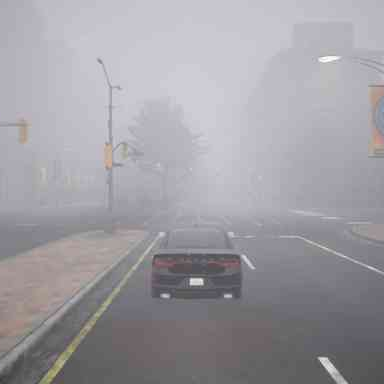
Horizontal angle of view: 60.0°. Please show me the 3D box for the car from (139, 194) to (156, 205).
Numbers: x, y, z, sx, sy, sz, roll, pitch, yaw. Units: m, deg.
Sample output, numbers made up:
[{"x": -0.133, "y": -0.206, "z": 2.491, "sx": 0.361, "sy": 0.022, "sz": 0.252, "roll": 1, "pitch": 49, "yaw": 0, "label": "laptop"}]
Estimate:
[{"x": -7.843, "y": 1.505, "z": 56.523, "sx": 1.837, "sy": 1.490, "sz": 4.892, "roll": 0, "pitch": 0, "yaw": 1, "label": "car"}]

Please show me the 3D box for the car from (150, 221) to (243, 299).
[{"x": 0.114, "y": 1.478, "z": 8.512, "sx": 1.882, "sy": 1.535, "sz": 5.008, "roll": 0, "pitch": 0, "yaw": 1, "label": "car"}]

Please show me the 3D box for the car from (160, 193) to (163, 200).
[{"x": -7.676, "y": 1.225, "z": 76.533, "sx": 2.150, "sy": 2.045, "sz": 5.566, "roll": 0, "pitch": 0, "yaw": 0, "label": "car"}]

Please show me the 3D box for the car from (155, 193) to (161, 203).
[{"x": -7.756, "y": 1.526, "z": 65.782, "sx": 1.812, "sy": 1.442, "sz": 4.674, "roll": 0, "pitch": 0, "yaw": 1, "label": "car"}]

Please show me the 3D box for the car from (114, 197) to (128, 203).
[{"x": -14.463, "y": 1.595, "z": 67.895, "sx": 1.895, "sy": 1.301, "sz": 4.718, "roll": 0, "pitch": 0, "yaw": 0, "label": "car"}]
